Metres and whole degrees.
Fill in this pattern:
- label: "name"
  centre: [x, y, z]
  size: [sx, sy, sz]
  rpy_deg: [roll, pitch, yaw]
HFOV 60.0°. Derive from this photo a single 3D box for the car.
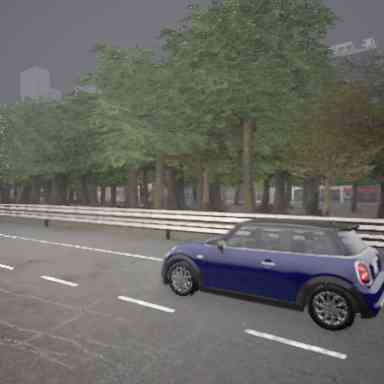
- label: "car"
  centre: [1.501, 1.353, 7.100]
  size: [4.553, 1.767, 2.097]
  rpy_deg: [0, 0, 36]
